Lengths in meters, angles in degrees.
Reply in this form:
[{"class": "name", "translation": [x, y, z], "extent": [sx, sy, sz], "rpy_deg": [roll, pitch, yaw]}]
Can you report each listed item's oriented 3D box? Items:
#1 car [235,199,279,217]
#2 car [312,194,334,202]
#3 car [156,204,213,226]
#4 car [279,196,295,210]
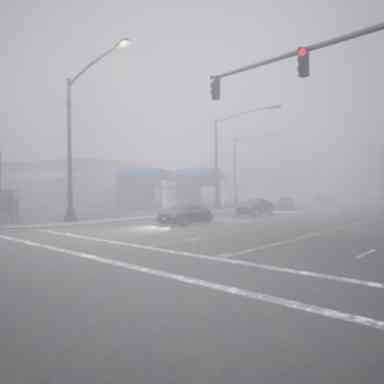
[{"class": "car", "translation": [5.611, 1.328, 29.556], "extent": [1.882, 1.535, 5.008], "rpy_deg": [-1, 0, 37]}, {"class": "car", "translation": [23.926, 1.025, 60.843], "extent": [2.128, 1.511, 4.902], "rpy_deg": [-1, 0, -11]}, {"class": "car", "translation": [-0.440, 1.509, 22.763], "extent": [1.994, 1.385, 4.181], "rpy_deg": [-1, 0, 43]}, {"class": "car", "translation": [10.758, 1.267, 38.246], "extent": [1.837, 1.490, 4.892], "rpy_deg": [-1, 0, 22]}]
